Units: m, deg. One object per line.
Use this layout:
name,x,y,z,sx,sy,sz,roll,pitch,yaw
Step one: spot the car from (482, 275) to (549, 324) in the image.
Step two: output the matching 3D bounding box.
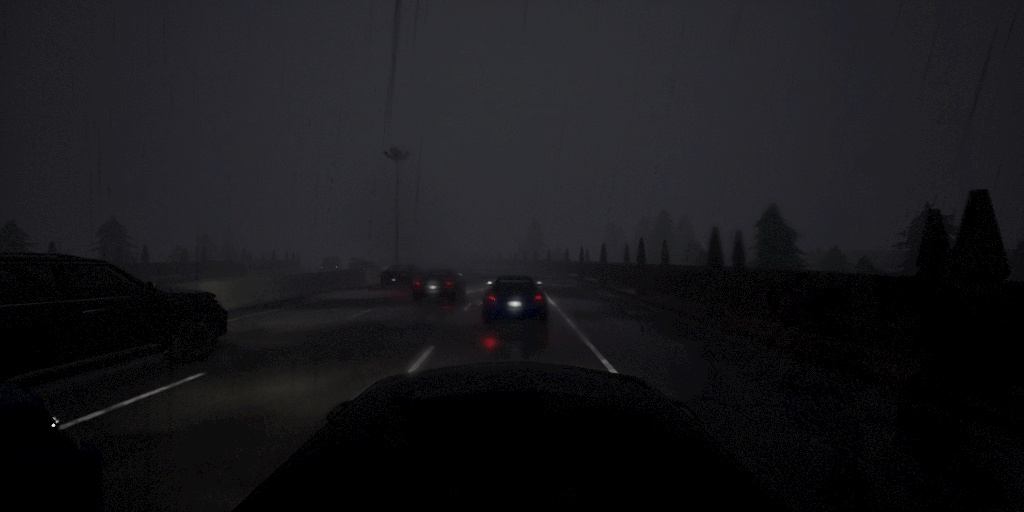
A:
car,0.101,1.315,11.980,1.994,1.385,4.181,0,0,0

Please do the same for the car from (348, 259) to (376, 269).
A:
car,-15.257,1.298,36.983,1.837,1.490,4.892,0,-1,-9

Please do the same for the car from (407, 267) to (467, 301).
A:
car,-3.400,1.320,17.415,1.994,1.385,4.181,0,0,0

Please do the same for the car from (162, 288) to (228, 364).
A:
car,-6.899,0.972,4.943,2.150,2.045,5.566,0,0,0

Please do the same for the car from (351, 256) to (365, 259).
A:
car,-22.519,1.079,52.325,2.150,2.045,5.566,0,0,-18

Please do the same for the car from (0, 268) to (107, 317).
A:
car,-17.610,1.256,12.339,1.837,1.490,4.892,0,0,0

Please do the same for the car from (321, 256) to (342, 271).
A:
car,-26.087,1.084,51.951,2.150,2.045,5.566,0,0,-19

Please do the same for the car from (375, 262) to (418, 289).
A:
car,-6.955,1.239,23.392,1.882,1.535,5.008,0,0,-1
